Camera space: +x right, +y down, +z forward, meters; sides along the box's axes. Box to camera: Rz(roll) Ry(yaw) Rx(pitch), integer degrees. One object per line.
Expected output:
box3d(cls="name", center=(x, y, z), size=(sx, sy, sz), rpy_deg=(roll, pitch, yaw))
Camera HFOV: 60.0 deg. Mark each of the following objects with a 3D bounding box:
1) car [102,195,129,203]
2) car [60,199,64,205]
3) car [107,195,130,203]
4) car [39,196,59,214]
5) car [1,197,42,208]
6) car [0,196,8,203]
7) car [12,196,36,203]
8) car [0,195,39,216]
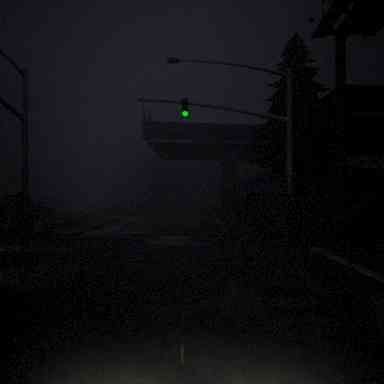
box3d(cls="car", center=(-15.604, 1.474, 67.630), size=(5.027, 1.636, 2.152), rpy_deg=(0, 0, 0))
box3d(cls="car", center=(-23.352, 1.463, 55.832), size=(3.633, 1.501, 1.845), rpy_deg=(0, 0, 0))
box3d(cls="car", center=(-15.637, 1.488, 70.767), size=(4.514, 1.523, 2.007), rpy_deg=(0, 0, 0))
box3d(cls="car", center=(-15.767, 1.452, 33.373), size=(3.806, 1.475, 1.970), rpy_deg=(0, 0, 0))
box3d(cls="car", center=(-23.457, 1.426, 45.840), size=(4.514, 1.523, 2.007), rpy_deg=(0, 0, 0))
box3d(cls="car", center=(-41.670, 1.582, 70.920), size=(3.633, 1.501, 1.845), rpy_deg=(0, 0, 0))
box3d(cls="car", center=(-34.268, 1.571, 67.893), size=(3.806, 1.475, 1.970), rpy_deg=(0, 0, 0))
box3d(cls="car", center=(-16.399, 1.164, 30.052), size=(3.866, 1.878, 1.905), rpy_deg=(0, 0, 0))
